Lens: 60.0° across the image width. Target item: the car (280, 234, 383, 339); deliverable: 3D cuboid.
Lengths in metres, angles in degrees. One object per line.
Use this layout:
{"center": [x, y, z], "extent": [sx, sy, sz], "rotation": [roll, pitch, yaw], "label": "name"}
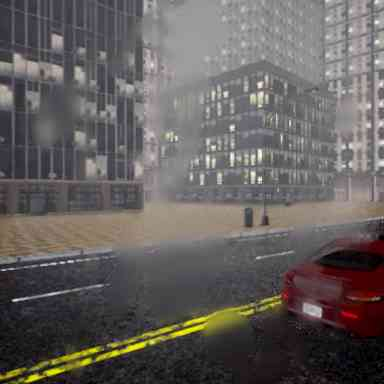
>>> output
{"center": [3.567, 1.517, 6.136], "extent": [4.674, 1.442, 1.812], "rotation": [0, 0, -37], "label": "car"}
